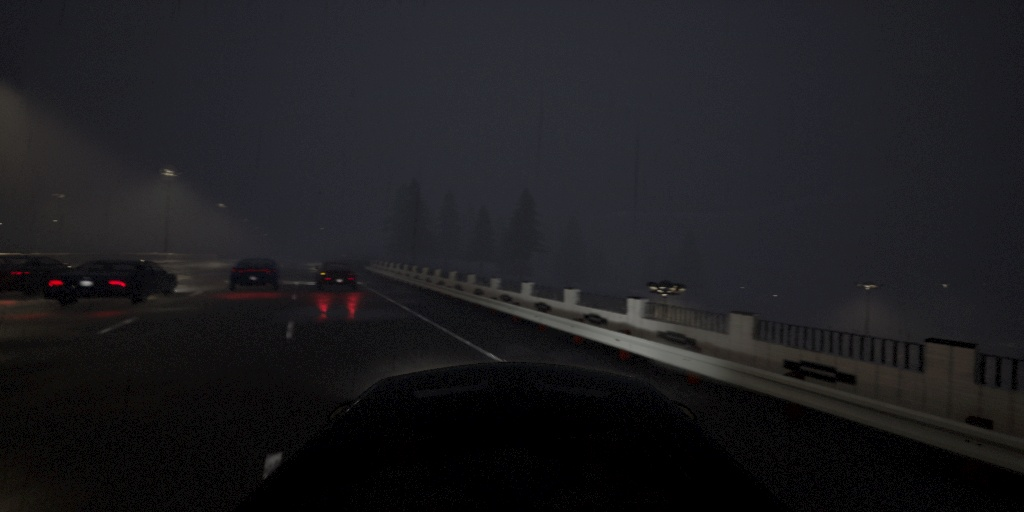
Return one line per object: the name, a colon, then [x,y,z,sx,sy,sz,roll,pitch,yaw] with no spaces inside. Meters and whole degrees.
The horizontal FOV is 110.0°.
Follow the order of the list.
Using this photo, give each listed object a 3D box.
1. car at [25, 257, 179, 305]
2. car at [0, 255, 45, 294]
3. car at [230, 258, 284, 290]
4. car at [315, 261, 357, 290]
car: [-13.550,0.815,12.515,2.033,1.411,5.357,3,-1,-30]
car: [-18.075,0.670,13.306,1.994,1.385,4.181,3,-1,-30]
car: [-12.881,0.835,18.280,1.882,1.535,5.008,3,-1,-30]
car: [-9.735,1.017,19.826,1.812,1.442,4.674,3,-1,-30]
